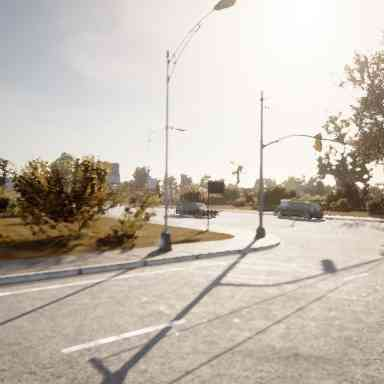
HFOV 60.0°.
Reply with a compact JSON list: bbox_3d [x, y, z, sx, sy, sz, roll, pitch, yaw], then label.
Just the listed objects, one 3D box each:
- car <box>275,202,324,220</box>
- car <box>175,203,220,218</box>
[{"bbox_3d":[10.301,1.700,32.317,2.097,1.767,4.553,1,-1,-39],"label":"car"},{"bbox_3d":[0.442,1.800,33.253,2.033,1.411,5.357,1,-1,-39],"label":"car"}]
